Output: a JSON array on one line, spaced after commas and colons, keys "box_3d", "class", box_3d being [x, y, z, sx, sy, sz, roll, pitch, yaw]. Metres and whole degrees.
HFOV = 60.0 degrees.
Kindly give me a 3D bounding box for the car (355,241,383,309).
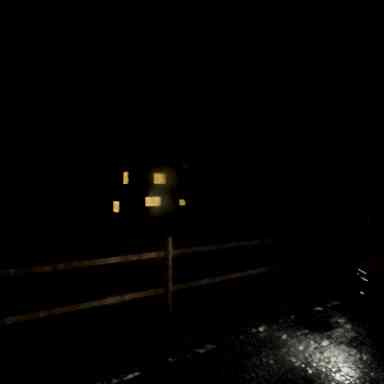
[{"box_3d": [5.397, 1.489, 7.058, 5.008, 1.535, 1.882, 0, 0, -37], "class": "car"}]
